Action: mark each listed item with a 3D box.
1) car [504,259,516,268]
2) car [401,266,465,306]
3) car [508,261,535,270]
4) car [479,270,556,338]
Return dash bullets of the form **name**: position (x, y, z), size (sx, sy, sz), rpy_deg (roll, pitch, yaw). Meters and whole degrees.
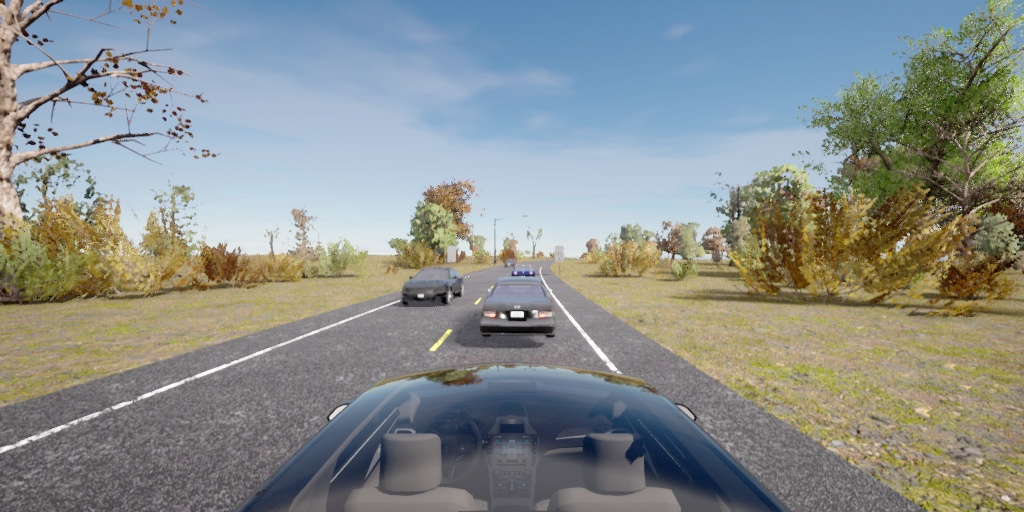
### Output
- **car**: position (-0.198, 1.249, 61.887), size (2.128, 1.511, 4.902), rpy_deg (0, 0, 6)
- **car**: position (-3.330, 1.224, 15.895), size (1.882, 1.535, 5.008), rpy_deg (0, 0, 2)
- **car**: position (0.947, 1.341, 29.774), size (1.895, 1.301, 4.718), rpy_deg (0, 0, 2)
- **car**: position (0.210, 1.295, 10.181), size (2.033, 1.411, 5.357), rpy_deg (0, 0, 2)
